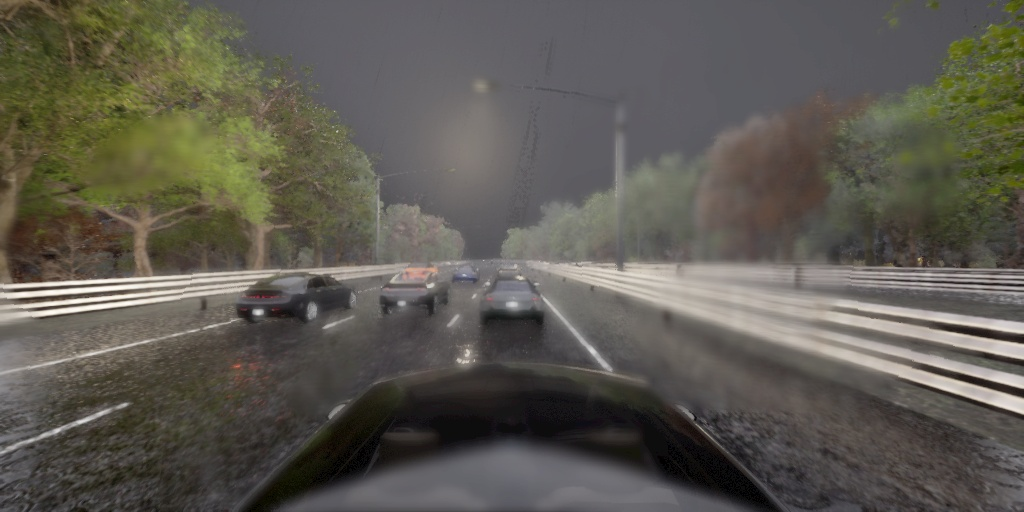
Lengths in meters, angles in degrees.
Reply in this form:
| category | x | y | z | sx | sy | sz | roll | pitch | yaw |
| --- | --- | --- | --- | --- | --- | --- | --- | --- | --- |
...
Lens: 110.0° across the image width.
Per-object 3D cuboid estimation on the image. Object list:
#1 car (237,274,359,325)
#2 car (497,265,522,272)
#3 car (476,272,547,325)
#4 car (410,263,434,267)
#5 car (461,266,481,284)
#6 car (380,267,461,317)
| category | x | y | z | sx | sy | sz | roll | pitch | yaw |
| --- | --- | --- | --- | --- | --- | --- | --- | --- | --- |
| car | -6.953 | 1.341 | 12.265 | 1.837 | 1.490 | 4.892 | 0 | 0 | 0 |
| car | -0.177 | 1.472 | 29.434 | 2.128 | 1.511 | 4.902 | 0 | -1 | -1 |
| car | 0.046 | 1.397 | 12.214 | 1.994 | 1.385 | 4.181 | 0 | 0 | 0 |
| car | -7.175 | 1.333 | 29.158 | 2.097 | 1.767 | 4.553 | 0 | -1 | -1 |
| car | -3.691 | 1.553 | 30.133 | 1.994 | 1.385 | 4.181 | 0 | -1 | -1 |
| car | -3.465 | 1.339 | 13.783 | 2.128 | 1.511 | 4.902 | 0 | 0 | 0 |
